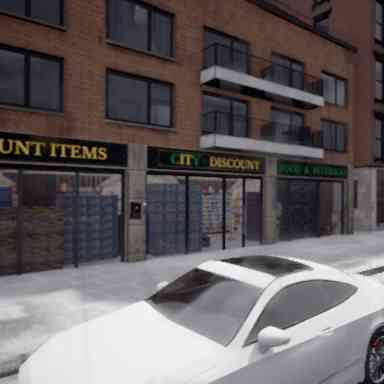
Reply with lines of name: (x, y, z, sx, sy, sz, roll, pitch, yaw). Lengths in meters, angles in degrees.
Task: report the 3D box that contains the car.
car: (0.603, 1.541, 3.809, 4.674, 1.442, 1.812, 0, 0, -36)
